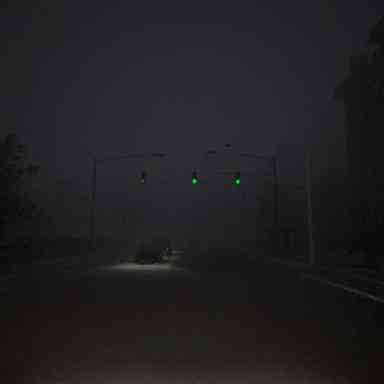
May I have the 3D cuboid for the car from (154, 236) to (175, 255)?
[{"bbox_3d":[-3.484,6.057,38.144,2.150,2.045,5.566,0,-7,1],"label":"car"}]

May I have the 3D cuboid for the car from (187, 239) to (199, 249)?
[{"bbox_3d":[0.123,8.393,53.874,2.128,1.511,4.902,0,-7,0],"label":"car"}]

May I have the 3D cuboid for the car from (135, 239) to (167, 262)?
[{"bbox_3d":[-3.519,4.997,28.058,1.882,1.535,5.008,0,-7,0],"label":"car"}]
